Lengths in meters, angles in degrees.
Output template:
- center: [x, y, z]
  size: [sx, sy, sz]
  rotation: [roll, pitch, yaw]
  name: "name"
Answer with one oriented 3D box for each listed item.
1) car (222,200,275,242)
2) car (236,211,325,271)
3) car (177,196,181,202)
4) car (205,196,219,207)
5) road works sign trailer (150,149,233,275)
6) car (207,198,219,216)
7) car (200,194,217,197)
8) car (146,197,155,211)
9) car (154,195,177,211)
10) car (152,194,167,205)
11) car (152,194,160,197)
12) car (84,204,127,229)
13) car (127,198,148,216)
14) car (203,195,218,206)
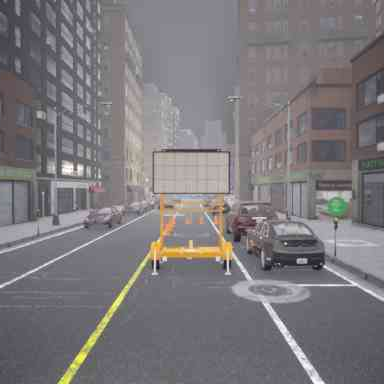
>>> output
- center: [2.819, 1.312, 16.274]
  size: [2.192, 1.841, 5.009]
  rotation: [-1, 0, 0]
  name: "car"
- center: [2.831, 1.549, 10.768]
  size: [2.008, 1.369, 4.403]
  rotation: [-1, 0, 0]
  name: "car"
- center: [-3.116, 1.438, 64.549]
  size: [1.882, 1.535, 5.008]
  rotation: [0, 0, 0]
  name: "car"
- center: [2.783, 1.513, 38.469]
  size: [1.752, 1.417, 4.829]
  rotation: [-1, 0, 0]
  name: "car"
- center: [-0.019, 0.462, 10.444]
  size: [2.380, 3.560, 2.880]
  rotation: [0, 0, 0]
  name: "road works sign trailer"
- center: [2.792, 1.557, 32.793]
  size: [1.947, 1.339, 4.313]
  rotation: [-1, 0, 0]
  name: "car"
- center: [2.754, 1.538, 54.819]
  size: [1.947, 1.339, 4.313]
  rotation: [-1, 0, 0]
  name: "car"
- center: [-5.742, 1.569, 38.273]
  size: [1.802, 1.307, 4.206]
  rotation: [-1, 0, 0]
  name: "car"
- center: [-3.171, 1.463, 40.906]
  size: [1.882, 1.535, 5.008]
  rotation: [0, 0, 0]
  name: "car"
- center: [-5.784, 1.281, 60.304]
  size: [2.192, 1.841, 5.009]
  rotation: [-1, 0, 0]
  name: "car"
- center: [-5.753, 1.423, 43.781]
  size: [1.967, 1.590, 4.097]
  rotation: [-1, 0, 0]
  name: "car"
- center: [-5.713, 1.577, 21.750]
  size: [1.802, 1.307, 4.206]
  rotation: [-1, 0, 0]
  name: "car"
- center: [-5.733, 1.573, 32.765]
  size: [1.802, 1.307, 4.206]
  rotation: [-1, 0, 0]
  name: "car"
- center: [2.764, 1.544, 49.312]
  size: [1.947, 1.339, 4.313]
  rotation: [-1, 0, 0]
  name: "car"
